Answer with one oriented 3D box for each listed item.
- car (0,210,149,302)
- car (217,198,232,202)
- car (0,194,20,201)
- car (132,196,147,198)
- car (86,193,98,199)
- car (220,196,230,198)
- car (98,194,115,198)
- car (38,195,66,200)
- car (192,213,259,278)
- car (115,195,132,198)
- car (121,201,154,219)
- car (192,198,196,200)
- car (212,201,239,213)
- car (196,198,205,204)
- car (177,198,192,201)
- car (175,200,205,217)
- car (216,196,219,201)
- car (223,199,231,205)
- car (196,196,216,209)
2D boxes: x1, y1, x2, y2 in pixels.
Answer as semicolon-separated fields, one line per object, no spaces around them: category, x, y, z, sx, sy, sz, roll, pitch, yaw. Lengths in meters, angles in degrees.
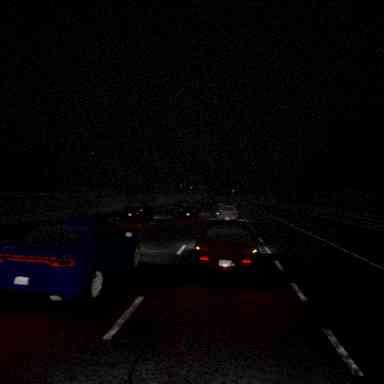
car;-2.683;1.402;8.210;1.882;1.535;5.008;2;0;6
car;4.782;1.984;45.390;2.033;1.411;5.357;2;0;6
car;-17.921;0.913;30.574;1.837;1.490;4.892;2;-1;7
car;-10.256;1.467;69.330;2.033;1.411;5.357;2;-1;6
car;-20.688;1.033;70.444;2.128;1.511;4.902;2;-1;6
car;7.443;2.300;70.448;2.128;1.511;4.902;2;-1;6
car;-17.211;1.187;70.072;2.033;1.411;5.357;2;-1;6
car;-14.067;1.091;33.464;2.128;1.511;4.902;2;0;6
car;1.076;1.613;10.509;1.812;1.442;4.674;2;0;6
car;-13.733;1.327;69.701;2.033;1.411;5.357;2;-1;6
car;-4.262;1.468;26.457;1.812;1.442;4.674;2;0;6
car;0.490;2.020;71.201;2.128;1.511;4.902;2;-1;6
car;2.788;1.756;26.609;1.812;1.442;4.674;2;0;6
car;2.187;2.259;87.195;1.994;1.385;4.181;2;0;6
car;-1.506;1.762;52.396;1.812;1.442;4.674;2;-1;6
car;-0.120;1.746;32.359;1.895;1.301;4.718;2;0;6
car;3.984;1.861;70.874;2.150;2.045;5.566;2;-1;6
car;9.353;2.564;88.441;1.994;1.385;4.181;2;0;6
car;2.352;1.773;55.546;2.097;1.767;4.553;2;-1;6
